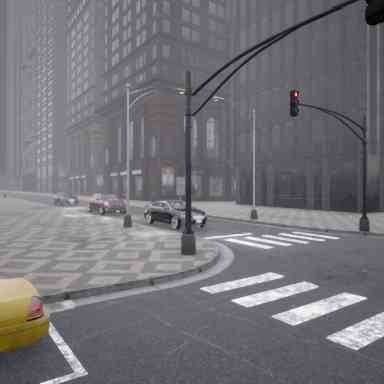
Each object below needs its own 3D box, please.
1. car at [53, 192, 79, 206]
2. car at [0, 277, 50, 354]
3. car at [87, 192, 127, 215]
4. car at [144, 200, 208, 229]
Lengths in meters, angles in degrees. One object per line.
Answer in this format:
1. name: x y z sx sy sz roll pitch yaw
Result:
1. car: -14.340 0.792 37.775 2.128 1.511 4.902 0 1 -36
2. car: -4.223 1.525 3.641 4.829 1.417 1.752 0 0 -35
3. car: -7.009 0.876 27.546 2.097 1.767 4.553 0 1 -35
4. car: -1.056 1.206 19.242 2.128 1.511 4.902 0 1 -36
